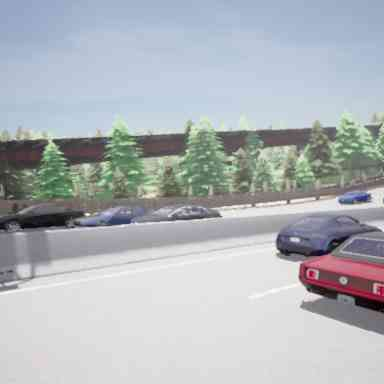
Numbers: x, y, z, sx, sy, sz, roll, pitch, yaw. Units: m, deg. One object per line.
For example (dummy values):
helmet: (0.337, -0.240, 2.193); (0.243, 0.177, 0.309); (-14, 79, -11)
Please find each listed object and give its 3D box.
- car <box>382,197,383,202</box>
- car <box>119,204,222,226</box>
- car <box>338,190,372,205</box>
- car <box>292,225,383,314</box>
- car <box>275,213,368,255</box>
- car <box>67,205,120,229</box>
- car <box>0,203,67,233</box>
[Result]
car: (23.693, 0.429, 38.080); (4.892, 1.490, 1.837); (-7, 4, -36)
car: (-0.712, 1.378, 16.381); (4.902, 1.511, 2.128); (-1, 1, -35)
car: (19.171, 0.623, 39.149); (5.008, 1.535, 1.882); (-5, 3, -35)
car: (4.408, 1.504, 6.894); (4.718, 1.301, 1.895); (-1, 1, -36)
car: (4.829, 1.428, 11.494); (4.181, 1.385, 1.994); (-1, 1, -36)
car: (-3.769, 1.450, 18.502); (5.357, 1.411, 2.033); (-1, 1, -35)
car: (-8.710, 1.426, 19.275); (5.008, 1.535, 1.882); (-1, 0, -35)
